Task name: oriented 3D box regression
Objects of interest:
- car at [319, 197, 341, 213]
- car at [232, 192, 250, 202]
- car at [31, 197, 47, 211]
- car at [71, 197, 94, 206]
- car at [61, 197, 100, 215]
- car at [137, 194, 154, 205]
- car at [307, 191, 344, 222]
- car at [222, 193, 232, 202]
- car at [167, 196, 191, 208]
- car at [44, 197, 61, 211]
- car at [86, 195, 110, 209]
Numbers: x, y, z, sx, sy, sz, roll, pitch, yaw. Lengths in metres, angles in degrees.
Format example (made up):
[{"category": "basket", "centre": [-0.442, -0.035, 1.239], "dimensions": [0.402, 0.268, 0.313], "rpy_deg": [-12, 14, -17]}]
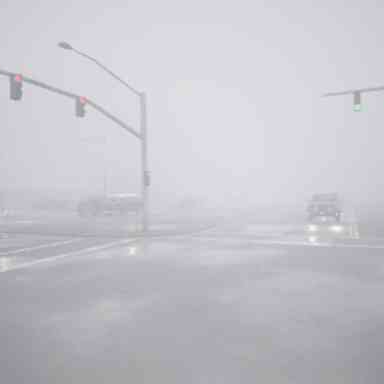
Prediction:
[{"category": "car", "centre": [14.438, 1.282, 34.543], "dimensions": [1.837, 1.490, 4.892], "rpy_deg": [-1, 0, 25]}, {"category": "car", "centre": [10.131, 1.019, 66.560], "dimensions": [1.932, 1.855, 4.605], "rpy_deg": [-1, 0, 25]}, {"category": "car", "centre": [-19.101, 1.545, 44.361], "dimensions": [1.932, 1.855, 4.605], "rpy_deg": [-1, 0, 25]}, {"category": "car", "centre": [-20.271, 1.782, 61.646], "dimensions": [1.784, 1.438, 3.905], "rpy_deg": [-1, 0, 25]}, {"category": "car", "centre": [-14.033, 1.694, 42.022], "dimensions": [1.970, 1.475, 3.806], "rpy_deg": [-1, 0, 25]}, {"category": "car", "centre": [-10.216, 1.396, 76.199], "dimensions": [1.905, 1.878, 3.866], "rpy_deg": [-1, 0, 25]}, {"category": "car", "centre": [10.160, 1.074, 25.441], "dimensions": [2.150, 2.045, 5.566], "rpy_deg": [-1, 0, 25]}, {"category": "car", "centre": [7.538, 1.069, 67.846], "dimensions": [1.905, 1.878, 3.866], "rpy_deg": [-1, 0, 25]}, {"category": "car", "centre": [-2.366, 1.485, 53.211], "dimensions": [1.970, 1.475, 3.806], "rpy_deg": [-1, 0, 25]}, {"category": "car", "centre": [-16.650, 1.711, 43.260], "dimensions": [1.784, 1.438, 3.905], "rpy_deg": [-1, 0, 25]}, {"category": "car", "centre": [-17.684, 1.524, 60.350], "dimensions": [1.932, 1.855, 4.605], "rpy_deg": [-1, 0, 25]}]
